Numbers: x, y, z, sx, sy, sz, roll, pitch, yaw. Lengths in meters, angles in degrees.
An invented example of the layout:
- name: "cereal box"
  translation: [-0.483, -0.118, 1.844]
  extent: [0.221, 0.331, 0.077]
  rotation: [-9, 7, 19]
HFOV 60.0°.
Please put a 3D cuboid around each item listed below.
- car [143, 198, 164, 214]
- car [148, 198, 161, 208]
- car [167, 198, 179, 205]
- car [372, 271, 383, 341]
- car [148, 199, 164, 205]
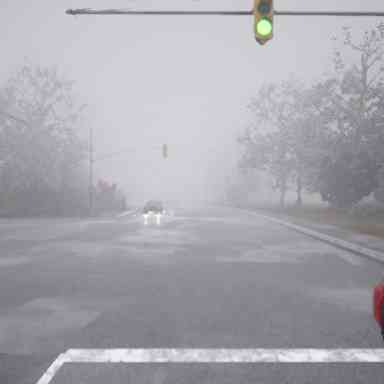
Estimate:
- name: "car"
  translation: [-4.066, 1.562, 35.347]
  extent: [1.994, 1.385, 4.181]
  rotation: [0, 0, -3]
- name: "car"
  translation: [-6.249, 1.789, 55.328]
  extent: [1.882, 1.535, 5.008]
  rotation: [0, -1, -10]
- name: "car"
  translation: [-4.505, 2.150, 75.214]
  extent: [1.882, 1.535, 5.008]
  rotation: [0, -1, -22]
- name: "car"
  translation: [3.598, 1.216, 2.285]
  extent: [2.150, 2.045, 5.566]
  rotation: [0, 0, 0]
- name: "car"
  translation: [-8.214, 2.240, 75.082]
  extent: [2.033, 1.411, 5.357]
  rotation: [0, -1, -25]
